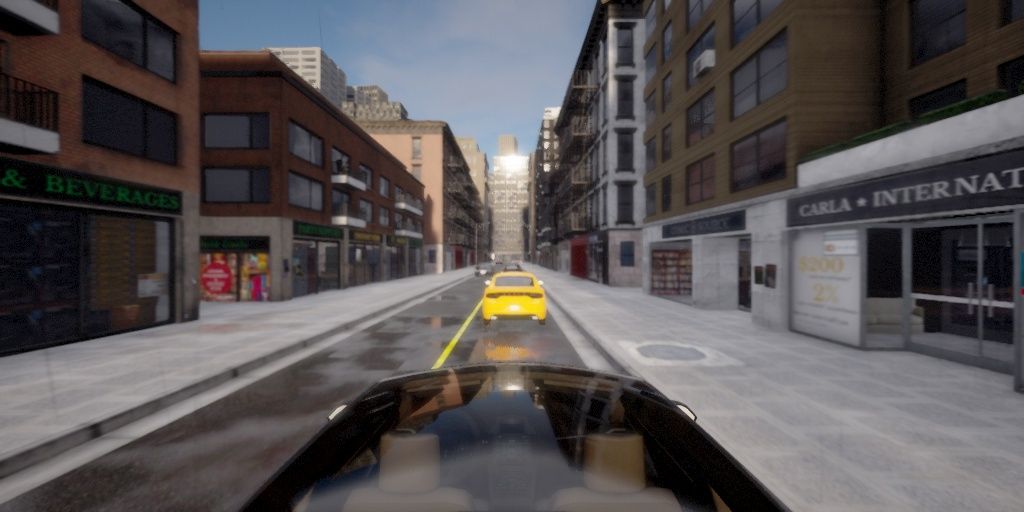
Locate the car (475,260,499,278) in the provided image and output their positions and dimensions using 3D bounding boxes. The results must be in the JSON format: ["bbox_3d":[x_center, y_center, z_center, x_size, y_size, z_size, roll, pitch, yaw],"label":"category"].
[{"bbox_3d":[-2.854,1.453,37.990,2.128,1.511,4.902,0,0,0],"label":"car"}]

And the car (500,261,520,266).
[{"bbox_3d":[0.086,1.455,32.419,1.812,1.442,4.674,0,0,0],"label":"car"}]

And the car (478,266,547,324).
[{"bbox_3d":[0.081,1.290,12.344,1.882,1.535,5.008,0,0,0],"label":"car"}]
